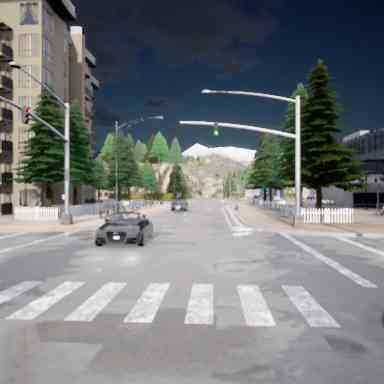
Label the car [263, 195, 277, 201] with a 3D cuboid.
[{"bbox_3d":[19.192,1.627,82.733,1.845,1.501,3.633,0,0,5],"label":"car"}]

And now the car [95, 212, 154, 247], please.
[{"bbox_3d":[-2.945,1.627,15.176,1.994,1.385,4.181,0,0,2],"label":"car"}]

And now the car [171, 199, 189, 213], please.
[{"bbox_3d":[-1.412,1.622,39.833,2.128,1.511,4.902,0,0,4],"label":"car"}]

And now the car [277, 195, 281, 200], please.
[{"bbox_3d":[22.770,1.657,89.885,1.970,1.475,3.806,0,0,5],"label":"car"}]
